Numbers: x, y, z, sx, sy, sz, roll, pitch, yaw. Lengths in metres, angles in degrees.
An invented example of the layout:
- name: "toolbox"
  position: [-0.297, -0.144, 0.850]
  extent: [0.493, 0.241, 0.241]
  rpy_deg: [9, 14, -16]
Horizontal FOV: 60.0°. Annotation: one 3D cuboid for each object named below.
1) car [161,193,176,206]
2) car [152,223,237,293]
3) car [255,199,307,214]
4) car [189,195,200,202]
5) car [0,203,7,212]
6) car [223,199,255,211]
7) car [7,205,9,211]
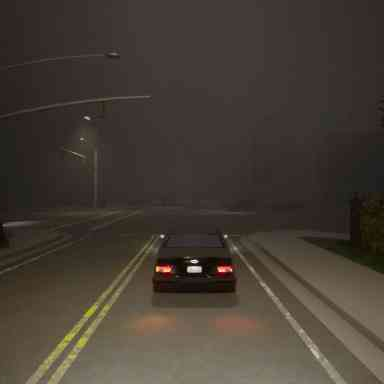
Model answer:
- name: "car"
  position: [-3.721, 1.221, 53.992]
  extent: [2.150, 2.045, 5.566]
  rpy_deg: [0, 0, 0]
- name: "car"
  position: [0.053, 1.547, 8.959]
  extent: [2.033, 1.411, 5.357]
  rpy_deg: [0, 0, 0]
- name: "car"
  position: [9.584, 1.489, 35.268]
  extent: [4.902, 1.511, 2.128]
  rpy_deg: [0, 0, -1]
- name: "car"
  position: [0.552, 1.527, 78.989]
  extent: [2.033, 1.411, 5.357]
  rpy_deg: [0, 0, 12]
- name: "car"
  position: [-16.708, 1.612, 24.296]
  extent: [4.892, 1.490, 1.837]
  rpy_deg: [-1, 0, -1]
- name: "car"
  position: [6.059, 1.526, 39.471]
  extent: [4.674, 1.442, 1.812]
  rpy_deg: [0, 0, 12]
- name: "car"
  position: [-23.603, 1.752, 38.425]
  extent: [4.181, 1.385, 1.994]
  rpy_deg: [-1, 0, -1]
